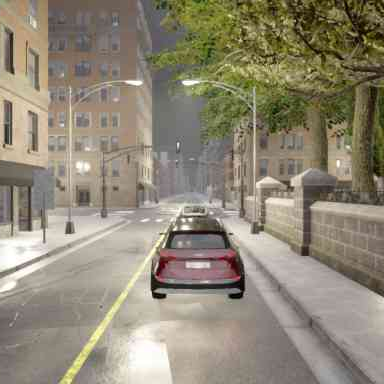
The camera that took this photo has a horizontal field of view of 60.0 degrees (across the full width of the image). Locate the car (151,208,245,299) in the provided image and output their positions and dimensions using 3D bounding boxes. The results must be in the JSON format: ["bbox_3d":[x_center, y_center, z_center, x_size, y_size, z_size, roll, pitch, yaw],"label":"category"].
[{"bbox_3d":[0.117,1.430,8.448,2.033,1.649,4.856,0,0,0],"label":"car"}]

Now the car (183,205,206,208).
[{"bbox_3d":[0.135,1.503,18.295,1.837,1.490,4.892,0,0,0],"label":"car"}]
